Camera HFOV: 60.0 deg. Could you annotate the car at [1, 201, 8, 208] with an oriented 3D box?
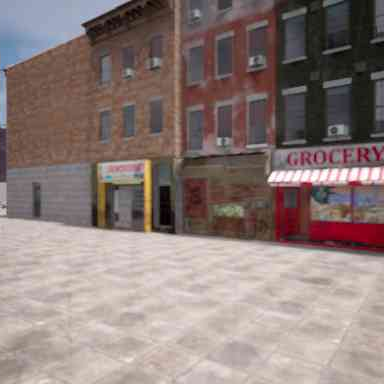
[{"bbox_3d":[-20.359,1.149,40.290,1.752,1.417,4.829,2,2,36],"label":"car"}]
